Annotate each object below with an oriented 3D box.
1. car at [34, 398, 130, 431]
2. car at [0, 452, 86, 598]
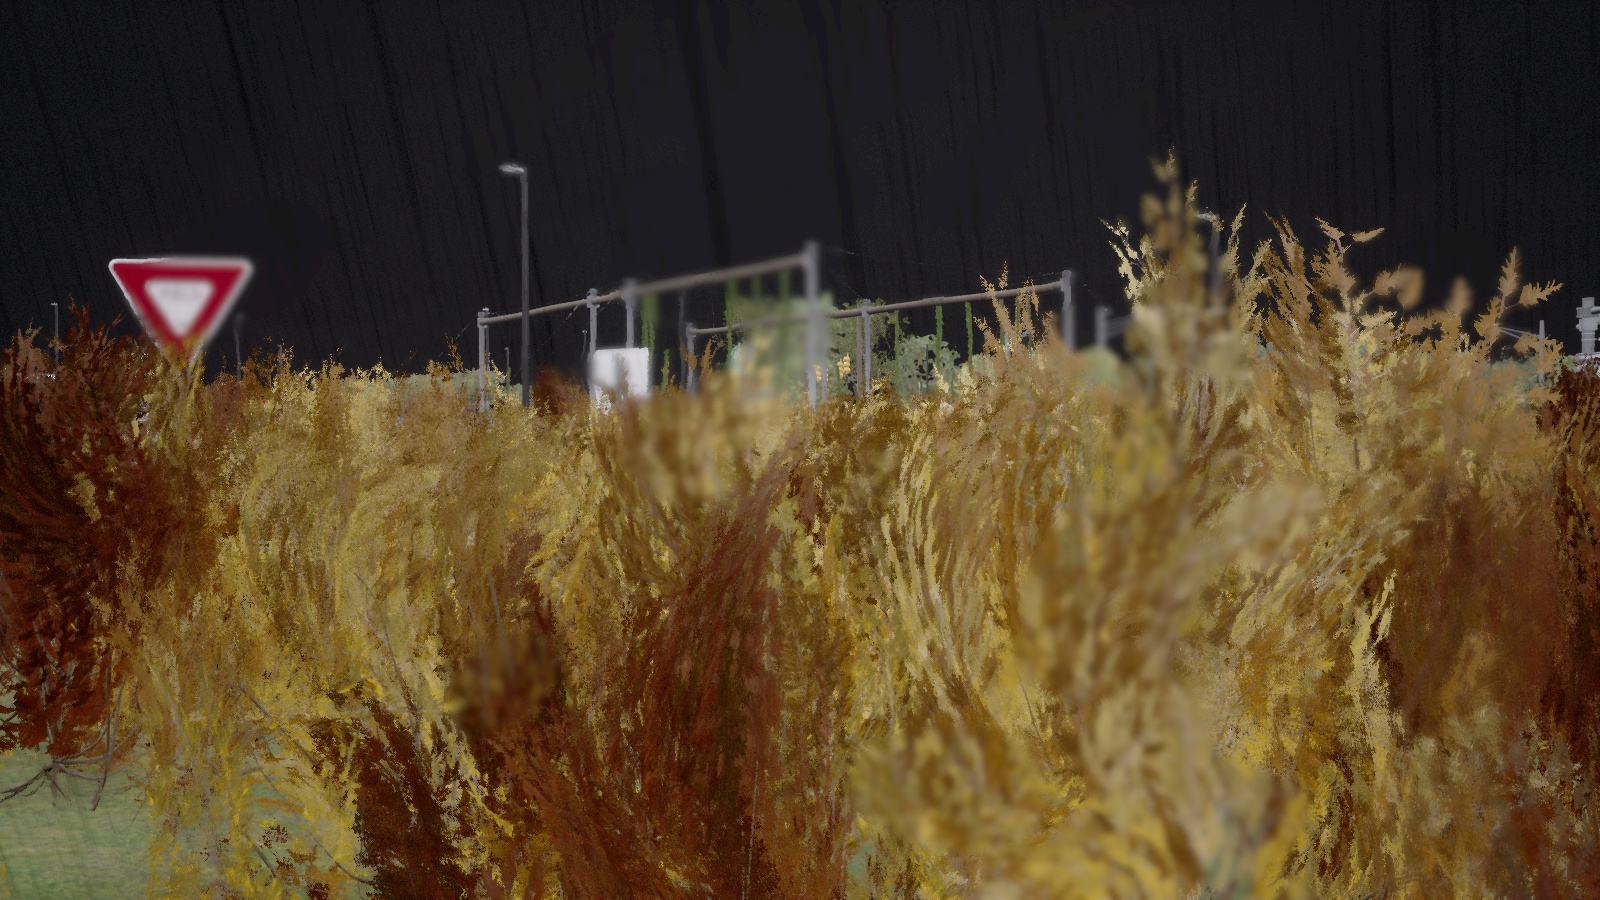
[{"bbox_3d":[-43.701,-2.126,76.513,4.553,1.767,2.097,2,0,-10],"label":"car"},{"bbox_3d":[-10.417,0.754,13.385,4.674,1.442,1.812,0,2,6],"label":"car"}]
